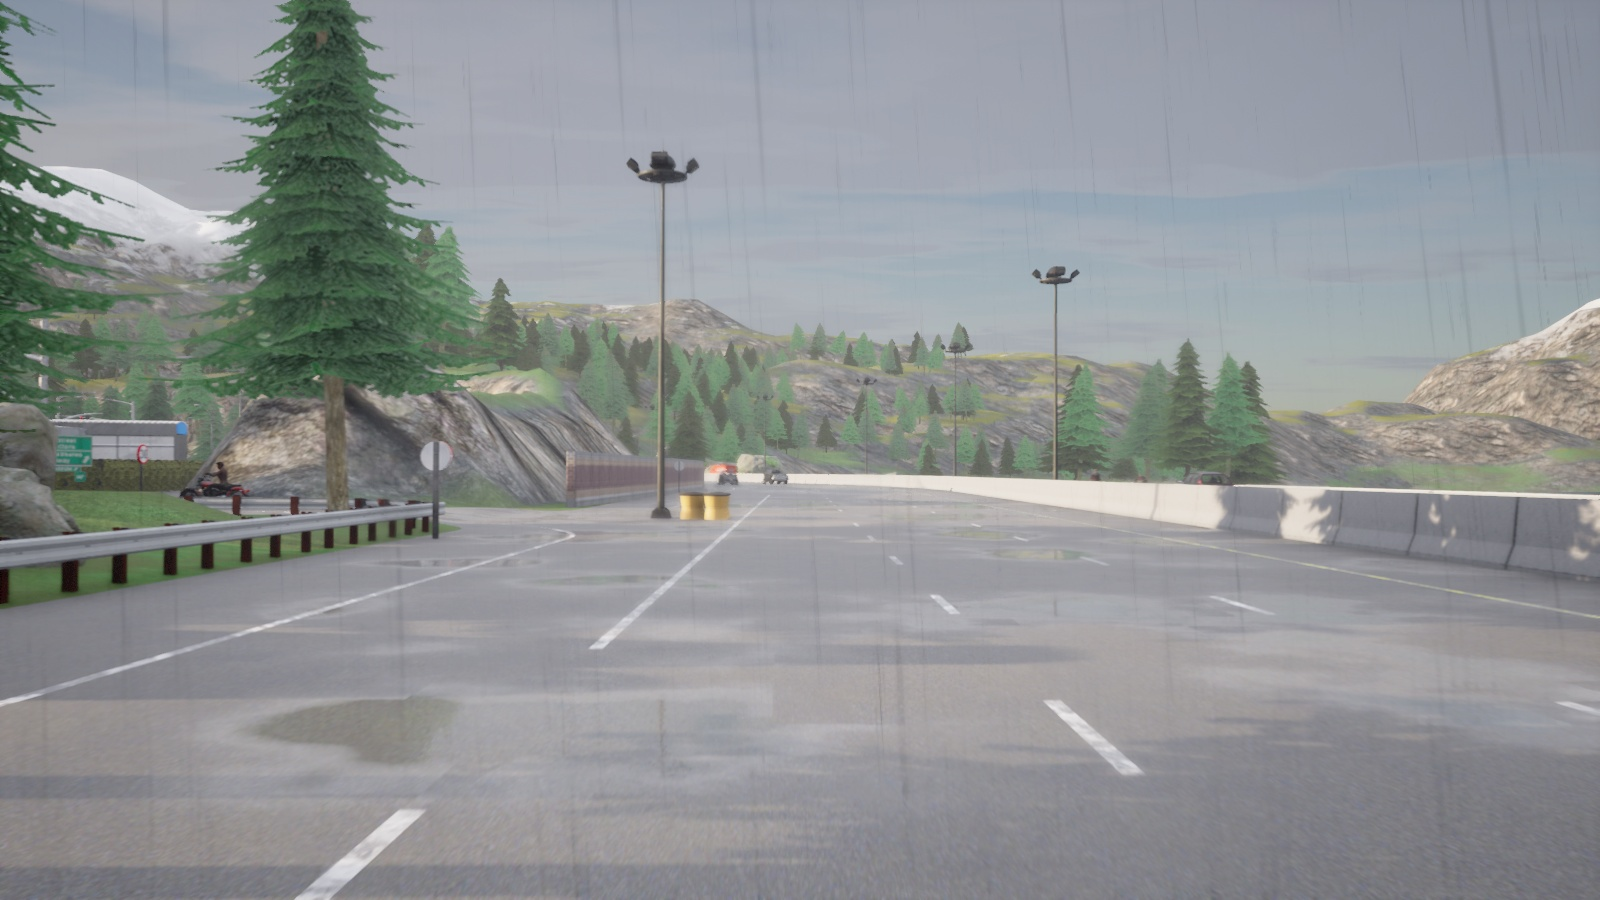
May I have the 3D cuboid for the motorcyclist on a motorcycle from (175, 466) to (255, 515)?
[{"bbox_3d":[-20.004,1.368,42.967,2.350,1.649,0.766,0,-1,0],"label":"motorcyclist on a motorcycle"}]

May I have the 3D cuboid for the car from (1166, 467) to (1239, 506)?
[{"bbox_3d":[17.372,1.554,54.391,1.851,1.617,3.988,0,-1,0],"label":"car"}]
